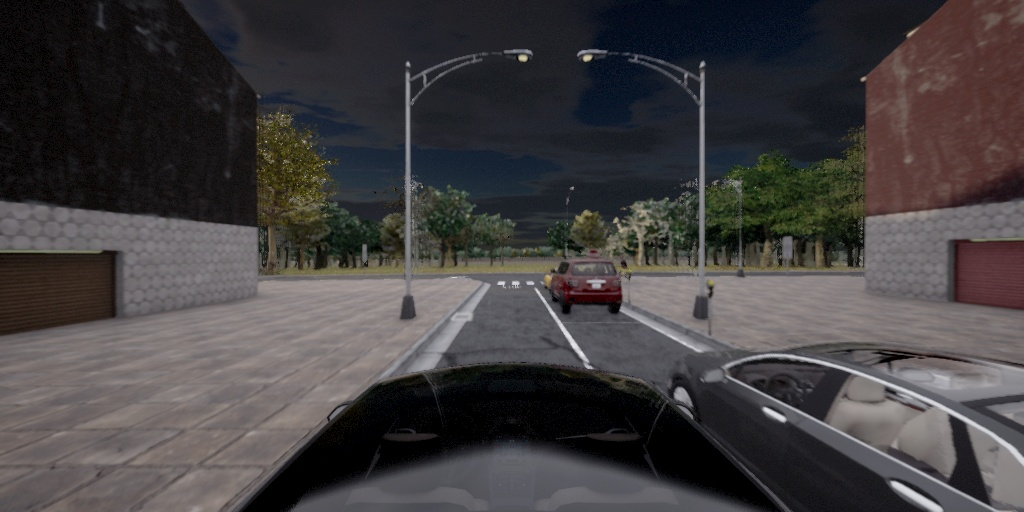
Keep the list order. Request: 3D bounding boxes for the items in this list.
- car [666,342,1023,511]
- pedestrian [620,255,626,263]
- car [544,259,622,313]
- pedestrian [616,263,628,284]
[{"bbox_3d":[2.638,1.297,2.505,2.007,1.370,4.403,0,0,0],"label":"car"},{"bbox_3d":[7.106,0.772,23.168,0.375,1.860,0.375,0,0,0],"label":"pedestrian"},{"bbox_3d":[2.639,1.004,13.596,2.192,1.841,5.009,0,0,0],"label":"car"},{"bbox_3d":[6.992,1.157,22.570,0.500,1.100,0.500,0,0,0],"label":"pedestrian"}]
